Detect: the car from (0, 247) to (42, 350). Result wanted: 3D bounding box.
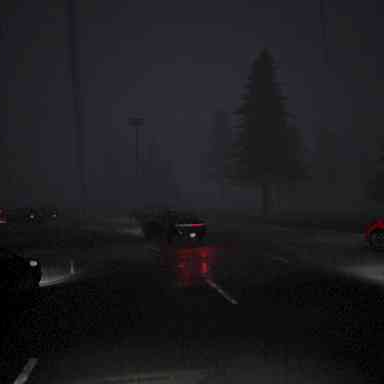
[{"bbox_3d":[-3.824,1.634,5.453,2.033,1.411,5.357,0,-1,-16],"label":"car"}]

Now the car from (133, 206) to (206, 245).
[{"bbox_3d":[-1.075,1.714,16.883,2.128,1.511,4.902,0,-1,-27],"label":"car"}]

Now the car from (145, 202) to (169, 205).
[{"bbox_3d":[-3.792,1.788,32.590,2.097,1.767,4.553,0,-1,-42],"label":"car"}]

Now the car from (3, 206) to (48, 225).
[{"bbox_3d":[-14.247,1.986,28.326,1.994,1.385,4.181,0,-1,-42],"label":"car"}]

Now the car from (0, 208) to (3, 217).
[{"bbox_3d":[-22.972,2.180,37.799,1.895,1.301,4.718,0,-1,-43],"label":"car"}]

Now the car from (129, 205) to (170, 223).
[{"bbox_3d":[-3.164,1.960,26.800,1.895,1.301,4.718,0,-1,-40],"label":"car"}]

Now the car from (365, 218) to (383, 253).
[{"bbox_3d":[8.853,1.338,11.704,2.150,2.045,5.566,1,-1,-16],"label":"car"}]

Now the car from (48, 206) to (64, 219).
[{"bbox_3d":[-15.112,2.106,34.508,1.895,1.301,4.718,0,-1,-43],"label":"car"}]
